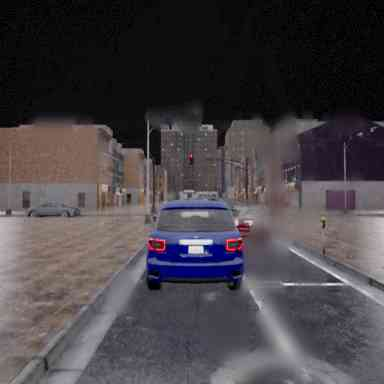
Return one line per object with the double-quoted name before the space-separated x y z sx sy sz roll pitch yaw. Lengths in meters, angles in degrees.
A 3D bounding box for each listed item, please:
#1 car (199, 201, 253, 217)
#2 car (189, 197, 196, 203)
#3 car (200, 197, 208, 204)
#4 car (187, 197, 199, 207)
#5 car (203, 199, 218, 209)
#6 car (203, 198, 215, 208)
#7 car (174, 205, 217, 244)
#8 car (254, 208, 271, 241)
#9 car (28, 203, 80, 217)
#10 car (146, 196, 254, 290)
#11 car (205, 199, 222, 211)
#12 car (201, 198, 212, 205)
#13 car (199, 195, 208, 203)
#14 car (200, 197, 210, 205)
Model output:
"car" 3.170 1.598 31.729 4.892 1.490 1.837 1 -2 0
"car" 0.115 2.004 84.401 1.837 1.490 4.892 0 -1 0
"car" 2.758 1.942 76.369 1.752 1.417 4.829 1 -1 0
"car" 0.173 1.731 57.899 2.128 1.511 4.902 0 0 0
"car" 2.721 1.737 49.013 1.947 1.339 4.313 1 0 0
"car" 2.730 1.739 54.619 1.752 1.417 4.829 1 0 0
"car" 0.119 1.507 17.016 1.882 1.535 5.008 0 0 -1
"car" 2.683 1.469 16.829 1.967 1.590 4.097 2 0 0
"car" -11.934 1.602 28.895 4.181 1.385 1.994 0 -2 0
"car" 0.053 1.234 9.227 2.150 2.045 5.566 0 0 -1
"car" 2.714 1.701 43.576 1.947 1.339 4.313 1 0 0
"car" 2.742 1.873 65.324 1.947 1.339 4.313 1 -1 0
"car" 2.770 1.788 81.640 2.192 1.841 5.009 1 -1 0
"car" 2.751 1.887 70.932 1.752 1.417 4.829 1 -1 0
